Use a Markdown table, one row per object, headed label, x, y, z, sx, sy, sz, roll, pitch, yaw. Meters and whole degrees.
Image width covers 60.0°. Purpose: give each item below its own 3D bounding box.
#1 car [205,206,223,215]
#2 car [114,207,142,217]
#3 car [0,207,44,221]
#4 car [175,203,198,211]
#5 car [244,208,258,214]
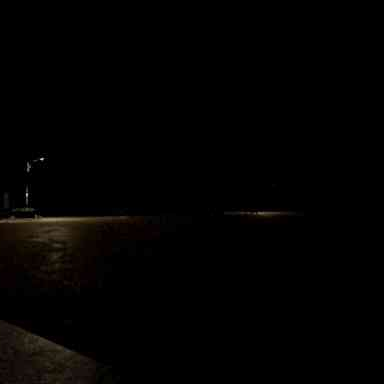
| label | x | y | z | sx | sy | sz | roll | pitch | yaw |
| --- | --- | --- | --- | --- | --- | --- | --- | --- | --- |
| car | 4.536 | 3.796 | 69.104 | 2.097 | 1.767 | 4.553 | -1 | -3 | 35 |
| car | -10.189 | 3.164 | 53.326 | 1.882 | 1.535 | 5.008 | -1 | -3 | 35 |
| car | -20.176 | 2.534 | 39.326 | 1.882 | 1.535 | 5.008 | -1 | -3 | 35 |
| car | -1.060 | 3.152 | 66.004 | 2.150 | 2.045 | 5.566 | -1 | -3 | 35 |
| car | 14.800 | 4.727 | 83.499 | 1.895 | 1.301 | 4.718 | -1 | -3 | 35 |
